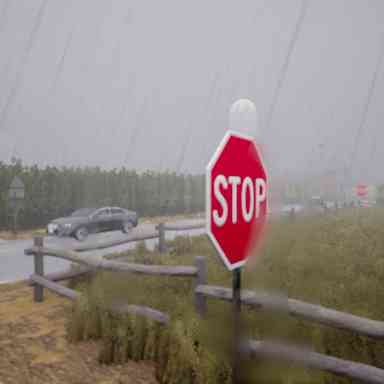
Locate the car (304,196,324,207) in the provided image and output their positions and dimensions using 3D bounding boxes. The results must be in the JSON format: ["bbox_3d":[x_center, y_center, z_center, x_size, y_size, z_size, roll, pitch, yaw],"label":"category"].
[{"bbox_3d":[16.322,1.280,44.524,1.837,1.490,4.892,0,1,11],"label":"car"}]

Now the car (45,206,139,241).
[{"bbox_3d":[-4.844,1.466,16.769,2.128,1.511,4.902,0,0,36],"label":"car"}]
